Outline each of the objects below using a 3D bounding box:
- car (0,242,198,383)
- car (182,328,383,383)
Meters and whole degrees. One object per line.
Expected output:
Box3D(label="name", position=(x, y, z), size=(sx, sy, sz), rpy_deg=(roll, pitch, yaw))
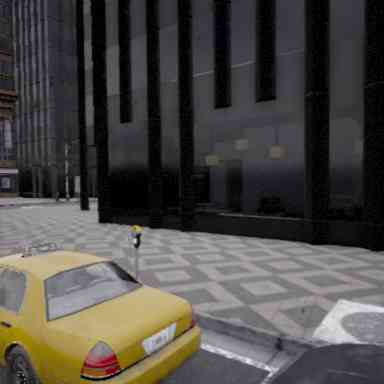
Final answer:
Box3D(label="car", position=(-2.191, 1.380, 4.604), size=(4.829, 1.417, 1.752), rpy_deg=(1, 3, 36))
Box3D(label="car", position=(2.345, 1.456, 1.330), size=(4.403, 1.369, 2.008), rpy_deg=(1, 3, 36))
